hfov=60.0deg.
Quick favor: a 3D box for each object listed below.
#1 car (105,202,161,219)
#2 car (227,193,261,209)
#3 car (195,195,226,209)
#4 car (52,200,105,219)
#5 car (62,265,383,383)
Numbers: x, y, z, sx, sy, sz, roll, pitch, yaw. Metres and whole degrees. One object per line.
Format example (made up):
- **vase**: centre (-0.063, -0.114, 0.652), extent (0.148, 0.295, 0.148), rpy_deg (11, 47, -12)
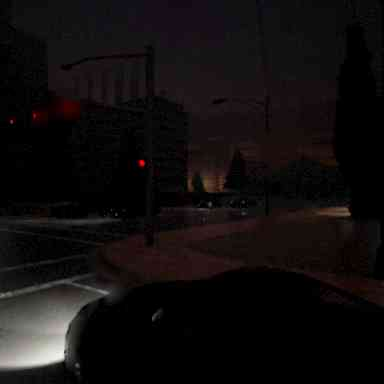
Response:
- **car**: centre (-4.946, 1.579, 29.346), extent (1.895, 1.301, 4.718), rpy_deg (0, 0, 36)
- **car**: centre (7.201, 1.330, 46.027), extent (2.097, 1.767, 4.553), rpy_deg (0, 0, 36)
- **car**: centre (2.285, 1.479, 45.233), extent (1.837, 1.490, 4.892), rpy_deg (0, 0, 36)
- **car**: centre (-9.641, 1.453, 28.845), extent (1.882, 1.535, 5.008), rpy_deg (0, 0, 36)
- **car**: centre (0.471, 1.562, 3.665), extent (4.181, 1.385, 1.994), rpy_deg (0, 0, 35)
